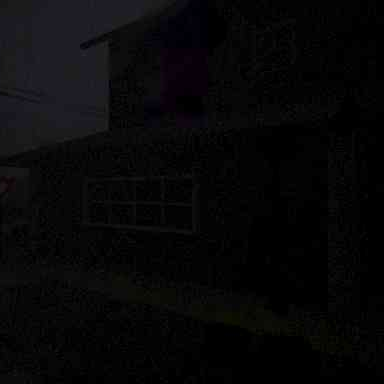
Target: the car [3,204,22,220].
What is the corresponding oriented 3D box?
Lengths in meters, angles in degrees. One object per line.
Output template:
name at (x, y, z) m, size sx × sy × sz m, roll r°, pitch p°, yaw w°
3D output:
car at (-14.950, 1.507, 23.941) m, size 1.882 × 1.535 × 5.008 m, roll 0°, pitch 0°, yaw 37°
